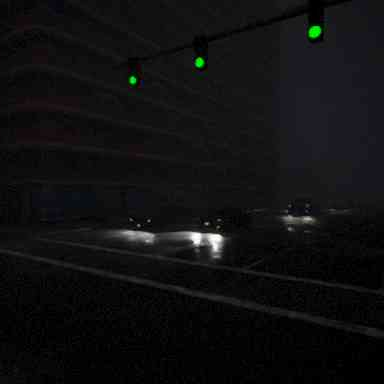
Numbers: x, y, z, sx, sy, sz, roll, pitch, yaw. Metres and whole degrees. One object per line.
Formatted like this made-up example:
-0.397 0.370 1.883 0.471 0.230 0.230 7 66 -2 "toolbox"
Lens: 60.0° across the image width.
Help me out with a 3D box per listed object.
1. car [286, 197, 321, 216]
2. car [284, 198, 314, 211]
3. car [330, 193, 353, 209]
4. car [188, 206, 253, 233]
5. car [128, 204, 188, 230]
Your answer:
10.931 1.311 32.305 2.097 1.767 4.553 0 0 35 "car"
13.621 1.491 42.126 2.033 1.411 5.357 0 0 36 "car"
20.817 1.093 46.127 2.150 2.045 5.566 0 0 35 "car"
1.934 1.522 19.585 1.994 1.385 4.181 0 0 35 "car"
-1.469 1.490 20.833 2.033 1.411 5.357 0 0 35 "car"
